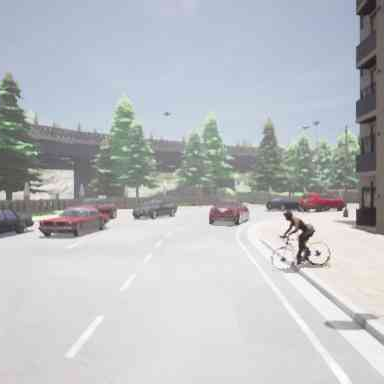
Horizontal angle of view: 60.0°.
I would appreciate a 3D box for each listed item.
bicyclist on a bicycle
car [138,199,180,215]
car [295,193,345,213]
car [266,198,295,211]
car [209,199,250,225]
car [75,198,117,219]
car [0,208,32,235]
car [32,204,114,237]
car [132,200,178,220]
[{"bbox_3d":[2.934,1.330,9.198,1.656,1.620,0.582,-9,0,2],"label":"bicyclist on a bicycle"},{"bbox_3d":[-3.357,1.487,34.529,1.994,1.385,4.181,0,0,35],"label":"car"},{"bbox_3d":[14.463,1.143,36.751,5.566,2.045,2.150,0,0,-28],"label":"car"},{"bbox_3d":[10.704,1.394,38.345,5.008,1.535,1.882,0,0,-34],"label":"car"},{"bbox_3d":[2.822,1.299,24.000,2.097,1.767,4.553,0,0,21],"label":"car"},{"bbox_3d":[-7.752,1.294,25.517,2.097,1.767,4.553,0,0,21],"label":"car"},{"bbox_3d":[-9.872,1.510,16.216,2.033,1.411,5.357,0,0,5],"label":"car"},{"bbox_3d":[-6.157,1.560,17.884,1.895,1.301,4.718,0,0,8],"label":"car"},{"bbox_3d":[-3.079,1.442,27.994,1.837,1.490,4.892,0,0,27],"label":"car"}]
